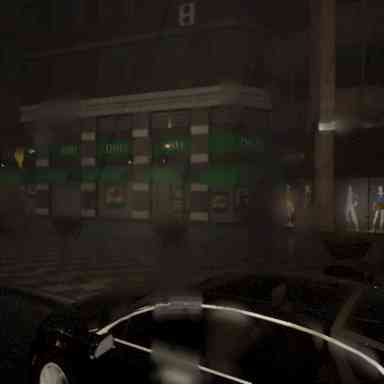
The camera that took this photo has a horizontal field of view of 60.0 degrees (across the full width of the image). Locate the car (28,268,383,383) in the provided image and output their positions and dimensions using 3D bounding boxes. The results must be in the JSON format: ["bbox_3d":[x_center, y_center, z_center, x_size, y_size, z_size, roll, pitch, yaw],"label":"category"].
[{"bbox_3d":[0.441,1.494,2.970,4.892,1.490,1.837,0,0,36],"label":"car"}]
